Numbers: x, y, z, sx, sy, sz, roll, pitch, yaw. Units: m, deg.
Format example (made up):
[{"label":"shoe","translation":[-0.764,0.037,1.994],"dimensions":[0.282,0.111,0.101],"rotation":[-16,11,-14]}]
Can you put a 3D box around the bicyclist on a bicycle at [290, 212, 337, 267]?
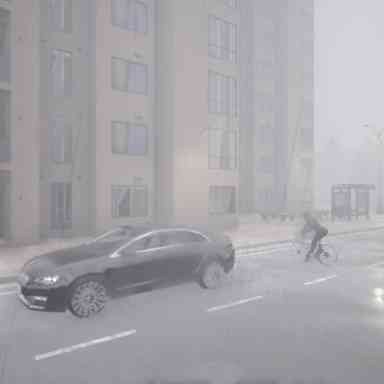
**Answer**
[{"label":"bicyclist on a bicycle","translation":[3.725,1.455,10.332],"dimensions":[0.582,1.620,1.656],"rotation":[0,-2,-37]}]

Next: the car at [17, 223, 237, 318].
[{"label":"car","translation":[-1.167,1.491,7.494],"dimensions":[4.902,1.511,2.128],"rotation":[0,0,-36]}]
